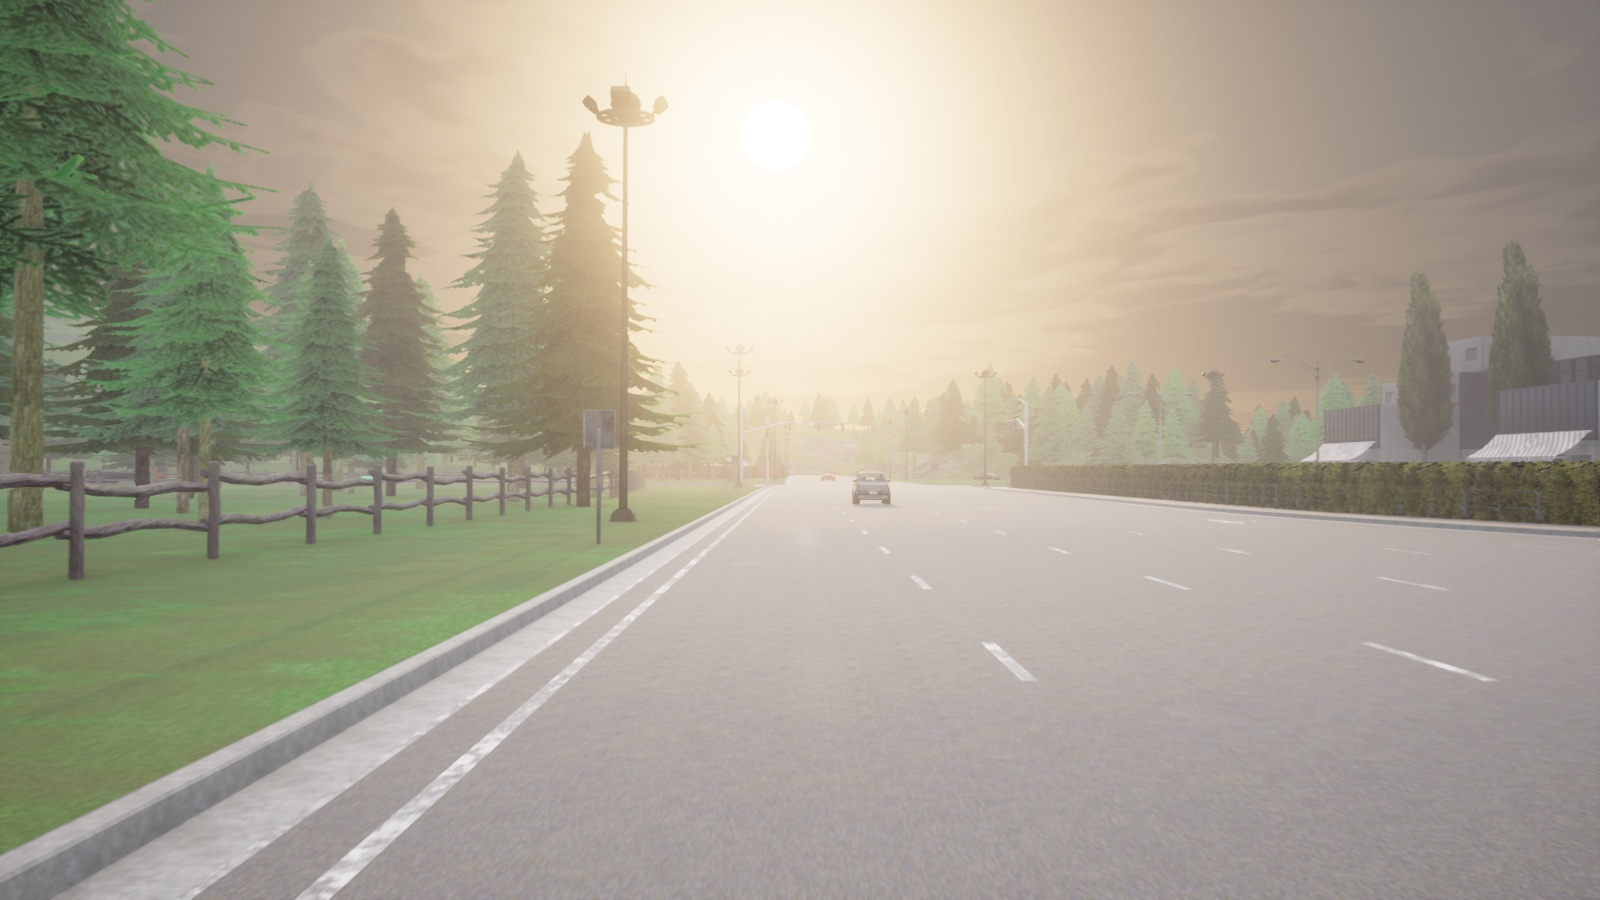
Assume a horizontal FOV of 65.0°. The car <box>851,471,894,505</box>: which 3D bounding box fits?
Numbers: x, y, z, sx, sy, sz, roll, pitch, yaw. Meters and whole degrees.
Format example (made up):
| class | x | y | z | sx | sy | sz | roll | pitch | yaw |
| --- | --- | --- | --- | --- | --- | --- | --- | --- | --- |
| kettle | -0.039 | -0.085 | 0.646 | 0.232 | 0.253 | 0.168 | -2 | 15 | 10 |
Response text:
| class | x | y | z | sx | sy | sz | roll | pitch | yaw |
| --- | --- | --- | --- | --- | --- | --- | --- | --- | --- |
| car | 3.363 | 1.766 | 58.927 | 1.789 | 1.549 | 3.705 | 0 | -1 | 0 |
